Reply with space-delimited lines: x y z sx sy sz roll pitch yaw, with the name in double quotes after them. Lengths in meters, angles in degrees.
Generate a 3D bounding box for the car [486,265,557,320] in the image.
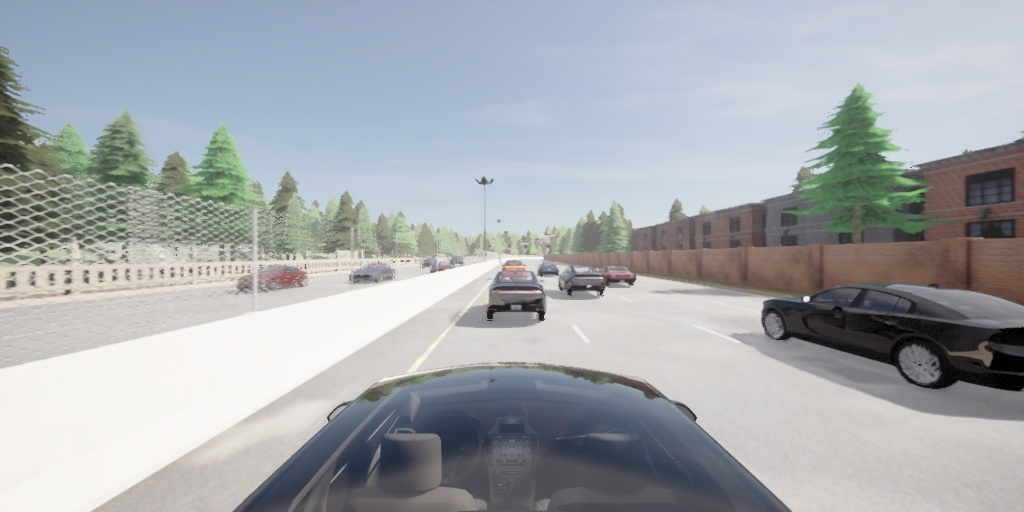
0.124 1.240 12.573 2.128 1.511 4.902 0 0 0 "car"

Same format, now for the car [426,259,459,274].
-7.016 1.306 36.616 1.994 1.385 4.181 0 0 0 "car"

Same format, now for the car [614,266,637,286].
7.150 1.353 25.453 1.895 1.301 4.718 0 0 0 "car"

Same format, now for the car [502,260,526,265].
0.162 1.099 30.518 2.097 1.767 4.553 0 0 0 "car"

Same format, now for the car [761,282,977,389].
7.115 1.232 6.877 1.882 1.535 5.008 0 0 0 "car"

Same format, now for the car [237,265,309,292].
-14.050 1.264 21.441 1.812 1.442 4.674 0 0 0 "car"

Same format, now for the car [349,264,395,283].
-10.544 1.288 27.749 2.033 1.411 5.357 0 0 0 "car"

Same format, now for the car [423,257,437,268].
-13.904 1.086 61.994 2.097 1.767 4.553 0 0 1 "car"

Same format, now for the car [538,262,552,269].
3.678 1.312 37.229 1.994 1.385 4.181 0 0 0 "car"

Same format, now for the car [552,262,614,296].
3.636 1.242 19.303 2.128 1.511 4.902 0 0 0 "car"
